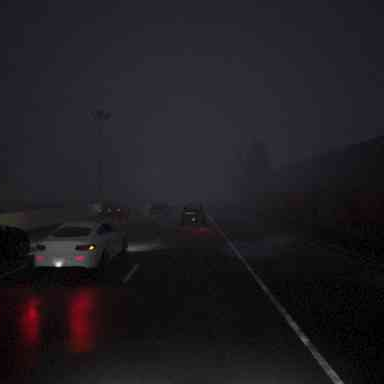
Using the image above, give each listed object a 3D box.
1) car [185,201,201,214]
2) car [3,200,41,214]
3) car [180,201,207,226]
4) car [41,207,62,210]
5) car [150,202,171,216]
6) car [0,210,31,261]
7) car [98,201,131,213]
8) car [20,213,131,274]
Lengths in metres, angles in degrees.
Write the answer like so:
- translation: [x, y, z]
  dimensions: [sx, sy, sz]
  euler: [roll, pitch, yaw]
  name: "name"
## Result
- translation: [0.112, 1.862, 41.339]
  dimensions: [1.812, 1.442, 4.674]
  euler: [0, 0, 0]
  name: "car"
- translation: [-21.073, 1.830, 41.475]
  dimensions: [2.128, 1.511, 4.902]
  euler: [0, 0, 0]
  name: "car"
- translation: [0.108, 1.701, 25.494]
  dimensions: [2.128, 1.511, 4.902]
  euler: [0, 0, 0]
  name: "car"
- translation: [-14.081, 1.752, 31.911]
  dimensions: [2.128, 1.511, 4.902]
  euler: [0, 0, 0]
  name: "car"
- translation: [-3.388, 1.771, 36.049]
  dimensions: [1.882, 1.535, 5.008]
  euler: [0, 0, 0]
  name: "car"
- translation: [-6.894, 1.436, 10.126]
  dimensions: [2.097, 1.767, 4.553]
  euler: [0, 0, 0]
  name: "car"
- translation: [-6.890, 1.596, 29.849]
  dimensions: [2.097, 1.767, 4.553]
  euler: [0, 0, 0]
  name: "car"
- translation: [-3.396, 1.615, 10.794]
  dimensions: [1.812, 1.442, 4.674]
  euler: [0, 0, 0]
  name: "car"
